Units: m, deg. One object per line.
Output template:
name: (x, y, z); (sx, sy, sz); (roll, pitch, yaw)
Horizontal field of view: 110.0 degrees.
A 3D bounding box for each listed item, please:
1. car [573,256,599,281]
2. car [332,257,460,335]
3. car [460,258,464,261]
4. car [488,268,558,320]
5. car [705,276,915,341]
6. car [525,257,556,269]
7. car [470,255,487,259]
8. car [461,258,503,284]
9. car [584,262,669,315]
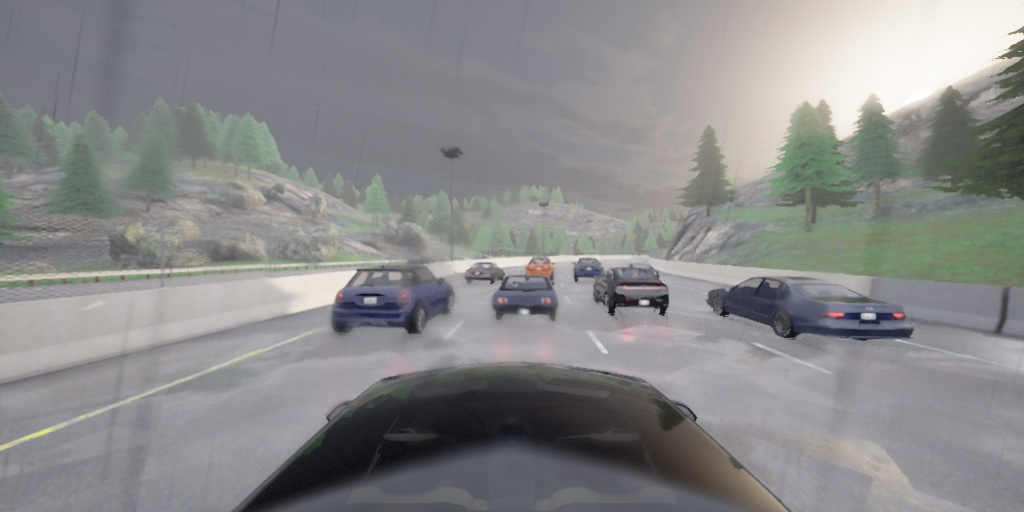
car: (5.721, 0.890, 27.210); (2.097, 1.767, 4.553); (0, 0, 9)
car: (-3.111, 1.021, 10.367); (2.097, 1.767, 4.553); (0, 0, 4)
car: (-9.059, 0.811, 57.896); (1.994, 1.385, 4.181); (0, 1, 17)
car: (0.531, 1.261, 12.222); (1.895, 1.301, 4.718); (0, 1, 4)
car: (7.356, 1.241, 9.737); (2.033, 1.411, 5.357); (0, 1, 4)
car: (2.239, 0.881, 27.586); (2.097, 1.767, 4.553); (0, 0, 9)
car: (-5.438, 0.607, 57.766); (2.097, 1.767, 4.553); (0, 0, 17)
car: (-1.775, 1.096, 24.596); (2.033, 1.411, 5.357); (0, 1, 8)
car: (4.110, 1.149, 13.009); (2.128, 1.511, 4.902); (0, 0, 5)
